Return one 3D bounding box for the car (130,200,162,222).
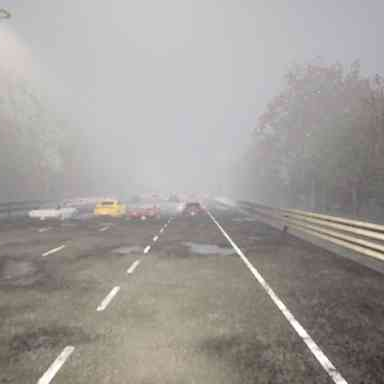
[{"bbox_3d":[-3.438,1.557,25.742,1.895,1.301,4.718,0,0,0],"label":"car"}]

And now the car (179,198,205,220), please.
[{"bbox_3d":[0.077,1.478,27.866,1.812,1.442,4.674,0,0,0],"label":"car"}]

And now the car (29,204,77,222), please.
[{"bbox_3d":[-10.440,1.558,25.449,1.895,1.301,4.718,0,0,0],"label":"car"}]

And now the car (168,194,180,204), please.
[{"bbox_3d":[-3.415,1.256,63.769,2.097,1.767,4.553,0,0,0],"label":"car"}]

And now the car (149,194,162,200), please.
[{"bbox_3d":[-6.912,1.256,63.496,2.097,1.767,4.553,0,0,0],"label":"car"}]

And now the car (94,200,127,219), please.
[{"bbox_3d":[-6.919,1.429,28.624,1.882,1.535,5.008,0,0,0],"label":"car"}]

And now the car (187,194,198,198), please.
[{"bbox_3d":[0.086,1.255,63.858,2.097,1.767,4.553,0,0,0],"label":"car"}]

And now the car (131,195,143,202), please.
[{"bbox_3d":[-10.411,1.405,63.125,1.837,1.490,4.892,0,-1,0],"label":"car"}]
